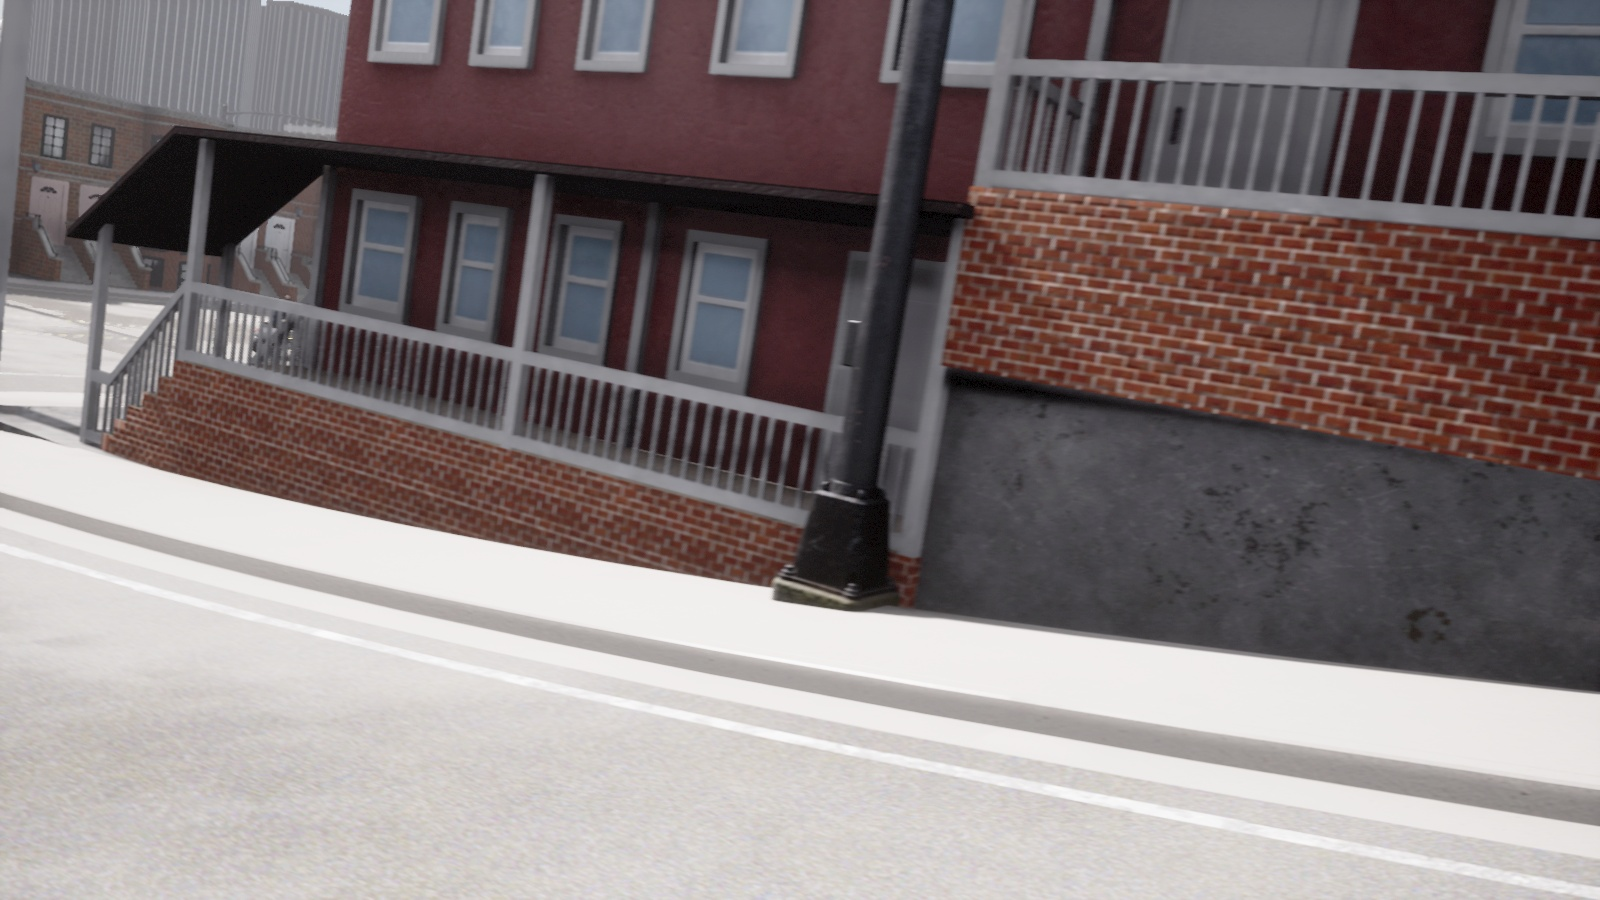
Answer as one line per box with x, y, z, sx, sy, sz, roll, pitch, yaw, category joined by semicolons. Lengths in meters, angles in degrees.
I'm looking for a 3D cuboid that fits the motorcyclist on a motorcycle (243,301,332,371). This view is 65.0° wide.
-13.257;-2.940;32.528;0.866;1.590;1.817;12;8;36;motorcyclist on a motorcycle
